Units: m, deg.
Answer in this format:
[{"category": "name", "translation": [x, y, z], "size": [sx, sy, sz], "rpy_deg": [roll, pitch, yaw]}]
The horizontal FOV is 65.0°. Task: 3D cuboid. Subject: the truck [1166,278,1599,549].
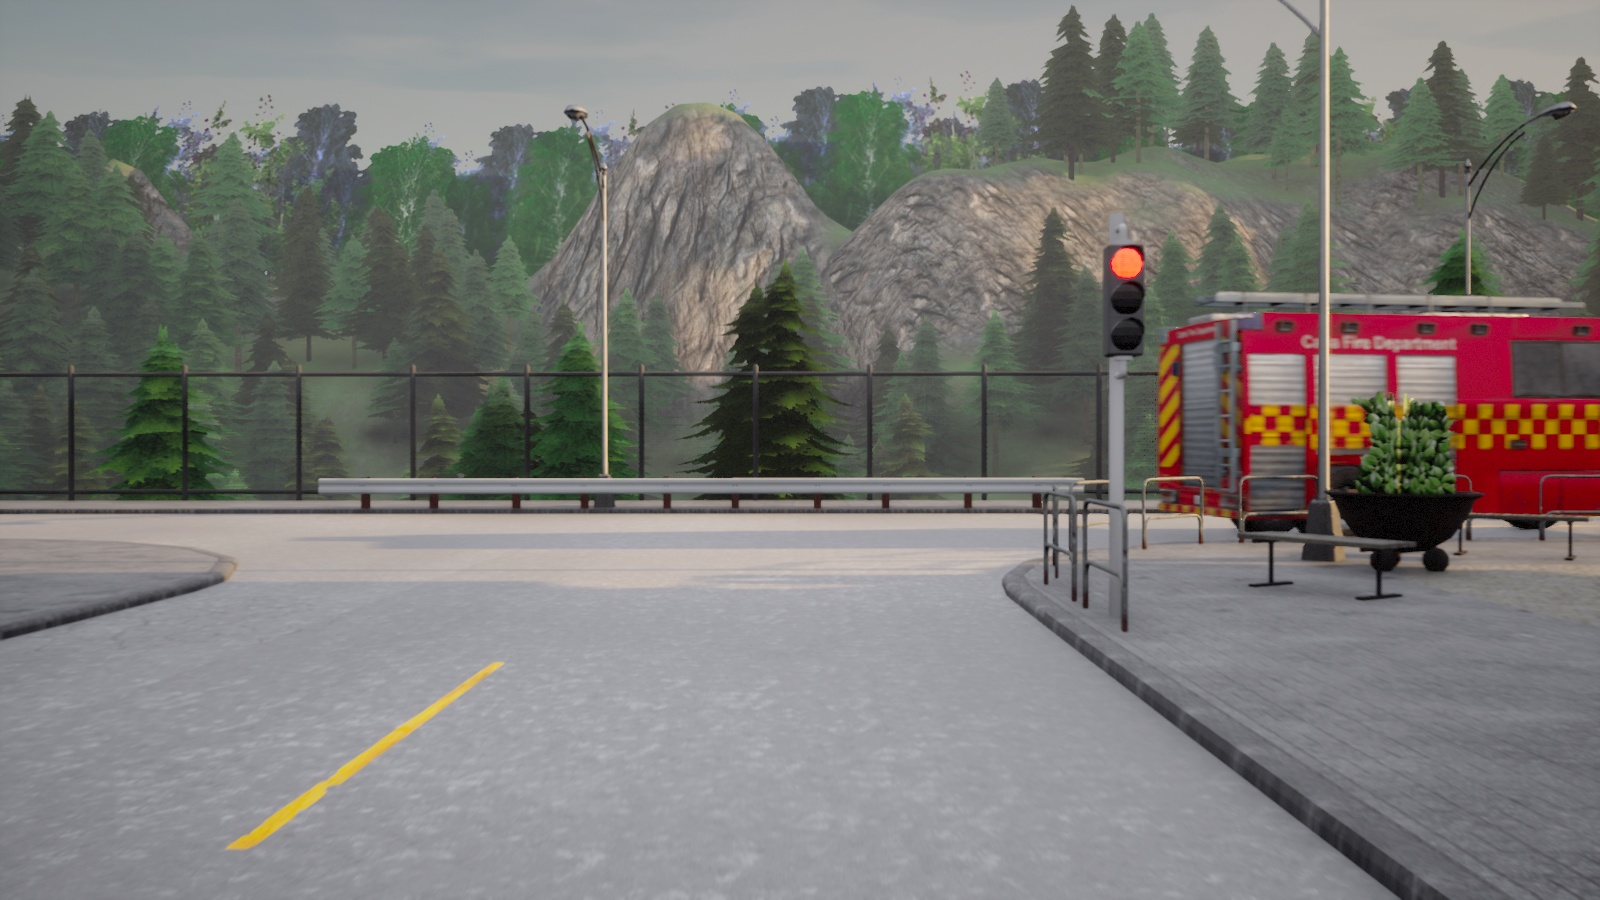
[{"category": "truck", "translation": [10.412, -0.522, 19.832], "size": [8.468, 3.827, 2.891], "rpy_deg": [0, 0, -9]}]
